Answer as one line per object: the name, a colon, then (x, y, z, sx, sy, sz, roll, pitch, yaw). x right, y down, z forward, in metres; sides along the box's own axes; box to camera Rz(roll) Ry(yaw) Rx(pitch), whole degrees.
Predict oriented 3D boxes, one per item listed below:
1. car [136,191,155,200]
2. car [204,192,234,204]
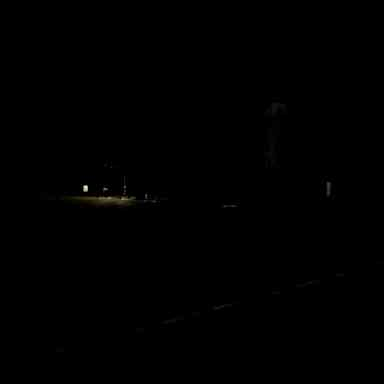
car: (-8.887, 0.646, 63.222, 2.097, 1.767, 4.553, -1, 1, -36)
car: (3.723, 0.856, 45.594, 2.097, 1.767, 4.553, -1, 1, -36)
